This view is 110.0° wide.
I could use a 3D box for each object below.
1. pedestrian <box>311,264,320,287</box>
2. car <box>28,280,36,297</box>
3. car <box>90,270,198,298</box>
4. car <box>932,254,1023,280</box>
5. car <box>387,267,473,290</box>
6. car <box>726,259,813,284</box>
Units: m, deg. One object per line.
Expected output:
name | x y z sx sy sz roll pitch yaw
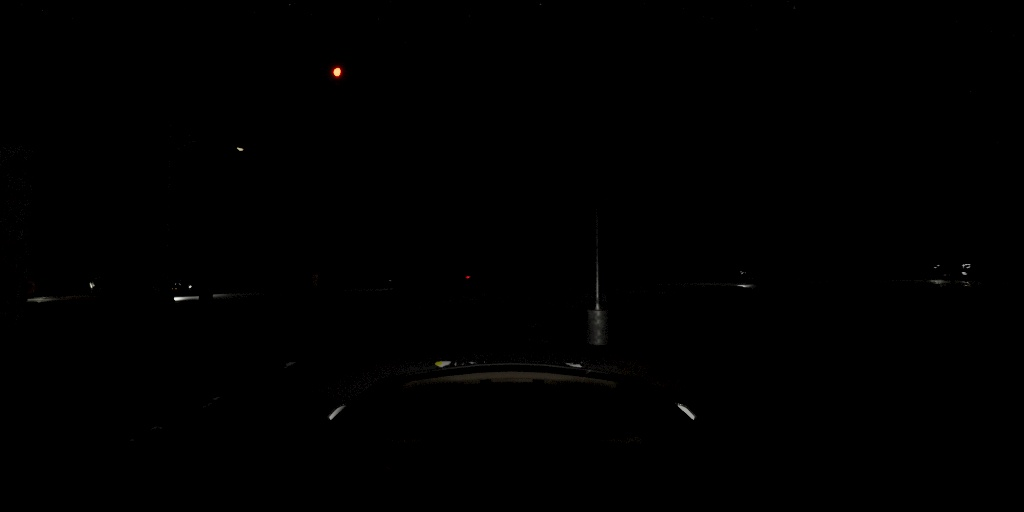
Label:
pedestrian | -15.055 1.466 27.413 0.375 1.860 0.375 0 -1 0
car | -29.645 1.582 19.851 5.008 1.535 1.882 -1 -2 0
car | -20.220 1.494 19.823 4.892 1.490 1.837 -1 -2 0
car | 30.544 0.650 23.397 4.553 1.767 2.097 -1 -2 0
car | -5.244 1.437 23.481 5.357 1.411 2.033 -1 -2 0
car | 16.717 0.993 23.427 5.008 1.535 1.882 -1 -2 0
